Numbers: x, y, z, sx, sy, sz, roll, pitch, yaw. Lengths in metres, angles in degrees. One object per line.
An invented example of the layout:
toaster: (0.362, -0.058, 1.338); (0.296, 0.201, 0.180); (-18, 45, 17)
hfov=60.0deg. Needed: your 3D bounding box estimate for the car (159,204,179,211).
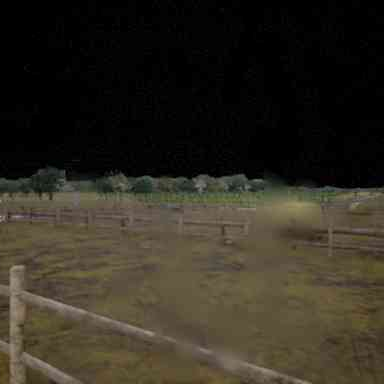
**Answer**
car: (-4.260, 2.942, 62.633); (1.994, 1.385, 4.181); (1, -1, 35)
